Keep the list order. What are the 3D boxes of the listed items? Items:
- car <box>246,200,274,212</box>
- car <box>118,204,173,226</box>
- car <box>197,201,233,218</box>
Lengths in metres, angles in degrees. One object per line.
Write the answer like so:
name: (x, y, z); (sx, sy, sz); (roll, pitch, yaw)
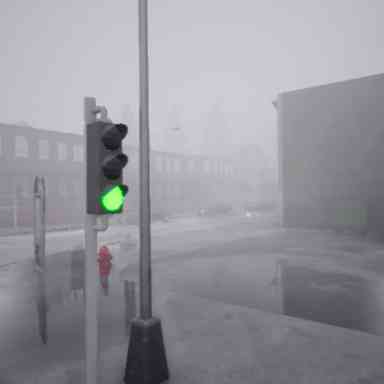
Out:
car: (8.860, 1.778, 42.858); (2.033, 1.411, 5.357); (-1, -1, 36)
car: (-3.510, 1.723, 25.594); (2.128, 1.511, 4.902); (-1, -1, 36)
car: (2.382, 1.723, 33.833); (2.128, 1.511, 4.902); (-1, -1, 36)
